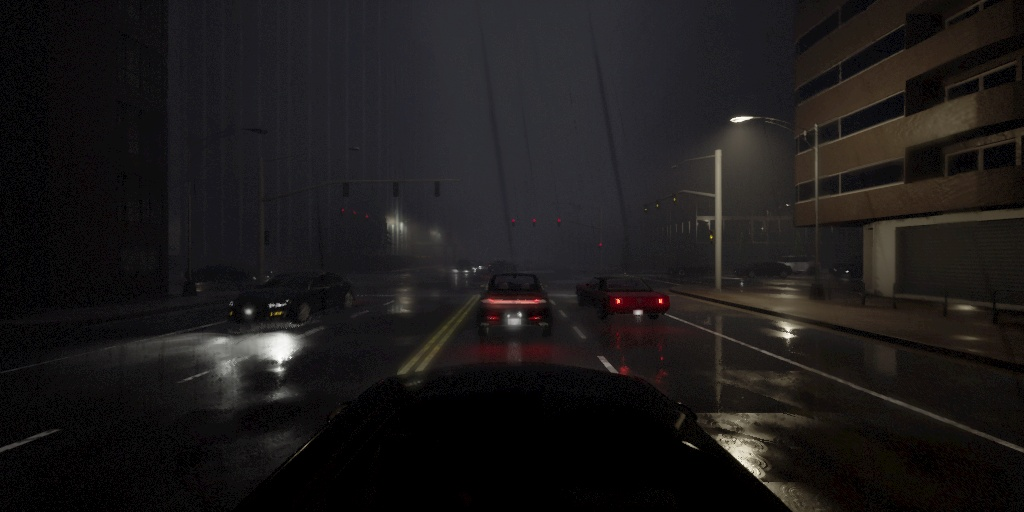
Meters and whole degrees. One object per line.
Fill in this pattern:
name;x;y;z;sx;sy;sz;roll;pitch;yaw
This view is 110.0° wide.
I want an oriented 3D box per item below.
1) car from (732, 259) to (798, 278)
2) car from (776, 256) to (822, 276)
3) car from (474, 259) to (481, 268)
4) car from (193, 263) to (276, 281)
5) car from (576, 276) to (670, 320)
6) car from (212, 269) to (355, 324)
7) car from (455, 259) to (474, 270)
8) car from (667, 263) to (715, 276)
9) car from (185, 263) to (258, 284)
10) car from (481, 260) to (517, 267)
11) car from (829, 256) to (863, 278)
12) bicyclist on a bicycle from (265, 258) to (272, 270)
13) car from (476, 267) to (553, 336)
car;23.103;1.255;33.204;4.892;1.490;1.837;0;0;1
car;28.290;0.971;36.647;5.566;2.045;2.150;0;0;1
car;-7.014;1.276;62.297;1.812;1.442;4.674;0;0;0
car;-23.107;1.298;30.012;5.357;1.411;2.033;0;0;1
car;3.591;1.351;12.659;1.895;1.301;4.718;0;0;-2
car;-7.016;1.255;12.023;1.837;1.490;4.892;0;0;1
car;-7.043;1.255;52.213;1.837;1.490;4.892;0;0;0
car;18.549;1.351;36.776;4.718;1.301;1.895;0;0;1
car;-21.068;1.351;26.431;4.718;1.301;1.895;0;0;2
car;-1.000;1.241;39.942;2.128;1.511;4.902;0;0;25
car;32.677;0.971;33.095;5.566;2.045;2.150;0;0;1
bicyclist on a bicycle;-28.736;1.051;42.057;0.582;1.620;1.656;0;0;1
car;0.075;1.242;10.368;2.128;1.511;4.902;0;0;0
